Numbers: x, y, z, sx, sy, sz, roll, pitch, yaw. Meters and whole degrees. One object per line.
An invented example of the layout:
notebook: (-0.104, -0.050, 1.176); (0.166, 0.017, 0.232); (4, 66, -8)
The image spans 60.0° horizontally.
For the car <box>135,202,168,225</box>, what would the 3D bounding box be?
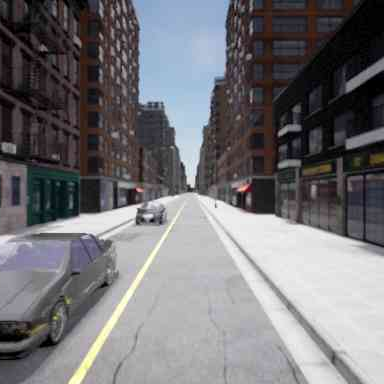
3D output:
car: (-2.791, 1.464, 23.606); (2.128, 1.511, 4.902); (0, 0, 1)

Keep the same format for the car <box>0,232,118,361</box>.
car: (-2.829, 1.540, 6.531); (2.033, 1.411, 5.357); (0, 0, 0)
